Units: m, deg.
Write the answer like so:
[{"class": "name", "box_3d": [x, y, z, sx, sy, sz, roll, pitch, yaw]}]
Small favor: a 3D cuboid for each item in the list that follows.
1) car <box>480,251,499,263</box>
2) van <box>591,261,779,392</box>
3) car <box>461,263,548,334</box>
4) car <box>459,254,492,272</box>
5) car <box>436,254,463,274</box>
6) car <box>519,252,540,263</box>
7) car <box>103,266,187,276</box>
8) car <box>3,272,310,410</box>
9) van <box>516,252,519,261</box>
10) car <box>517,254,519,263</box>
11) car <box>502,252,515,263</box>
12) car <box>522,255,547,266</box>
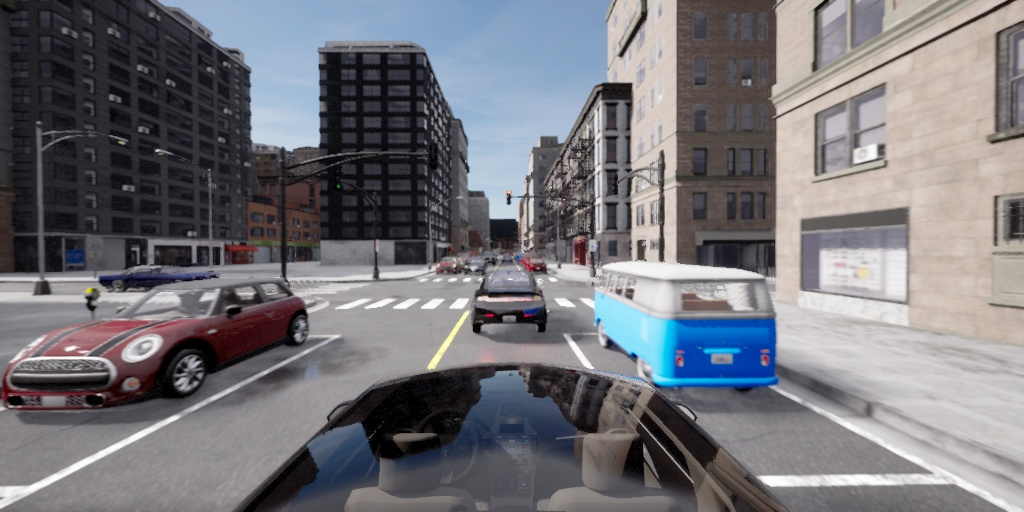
[{"class": "car", "box_3d": [-3.436, 0.355, 52.066, 2.150, 2.045, 5.566, 0, 0, 0]}, {"class": "van", "box_3d": [2.598, 1.019, 6.330, 1.690, 1.789, 3.998, 0, 0, -1]}, {"class": "car", "box_3d": [-0.095, 1.134, 10.270, 2.128, 1.511, 4.902, 0, 1, -1]}, {"class": "car", "box_3d": [-3.241, 0.867, 32.723, 2.128, 1.511, 4.902, 0, 1, -1]}, {"class": "car", "box_3d": [-5.787, 0.824, 33.098, 1.967, 1.591, 4.097, 0, 0, -1]}, {"class": "car", "box_3d": [2.165, 0.589, 38.614, 2.192, 1.841, 5.009, 0, 0, -1]}, {"class": "car", "box_3d": [-17.738, 1.146, 18.281, 4.718, 1.301, 1.895, 0, 1, -1]}, {"class": "car", "box_3d": [-5.426, 1.161, 6.223, 1.967, 1.591, 4.097, 0, 0, -1]}, {"class": "van", "box_3d": [1.947, 0.409, 54.841, 1.690, 1.789, 3.998, 0, 0, -1]}, {"class": "car", "box_3d": [2.019, 0.682, 49.431, 1.888, 1.381, 4.507, 0, 0, -1]}, {"class": "car", "box_3d": [-0.809, 0.536, 63.372, 1.994, 1.385, 4.181, 0, 1, -1]}, {"class": "car", "box_3d": [2.237, 0.887, 33.206, 1.888, 1.381, 4.507, 0, 0, -1]}]
